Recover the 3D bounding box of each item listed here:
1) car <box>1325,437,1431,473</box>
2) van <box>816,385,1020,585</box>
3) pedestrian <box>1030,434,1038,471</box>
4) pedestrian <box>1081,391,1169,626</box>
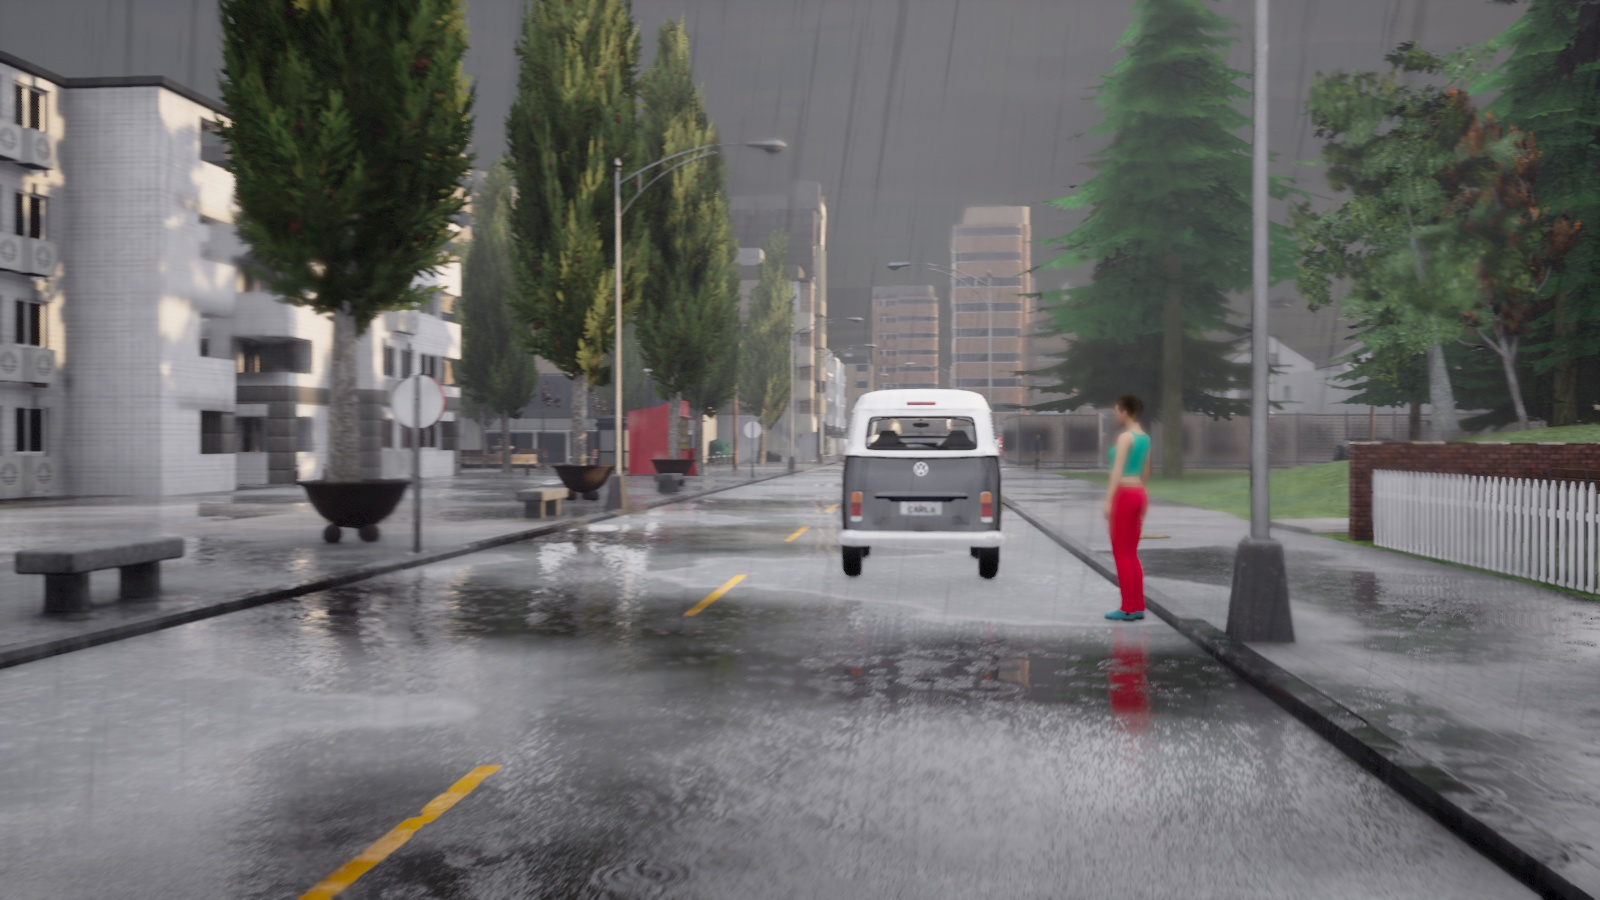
[{"bbox_3d":[29.992,0.242,65.226,4.605,1.855,1.932,0,0,5],"label":"car"},{"bbox_3d":[1.407,0.379,15.093,2.069,2.038,4.480,0,-1,5],"label":"van"},{"bbox_3d":[11.850,0.112,63.642,0.402,1.842,0.726,0,0,11],"label":"pedestrian"},{"bbox_3d":[2.615,0.454,10.119,0.345,1.836,0.594,0,0,-42],"label":"pedestrian"}]
